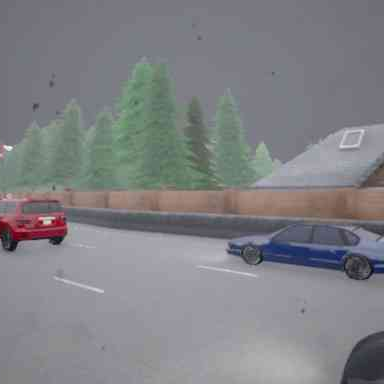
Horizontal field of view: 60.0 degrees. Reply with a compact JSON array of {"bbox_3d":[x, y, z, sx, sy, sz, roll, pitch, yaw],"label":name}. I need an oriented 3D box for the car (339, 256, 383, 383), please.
[{"bbox_3d":[3.374,1.517,1.692,4.892,1.490,1.837,0,0,34],"label":"car"}]

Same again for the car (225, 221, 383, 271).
[{"bbox_3d":[3.696,1.592,10.015,5.357,1.411,2.033,0,0,36],"label":"car"}]

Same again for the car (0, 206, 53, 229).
[{"bbox_3d":[-11.613,1.683,23.118,4.718,1.301,1.895,0,0,44],"label":"car"}]

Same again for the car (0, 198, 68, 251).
[{"bbox_3d":[-7.646,1.274,14.673,5.566,2.045,2.150,0,0,41],"label":"car"}]
